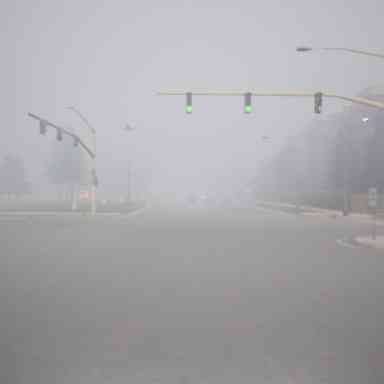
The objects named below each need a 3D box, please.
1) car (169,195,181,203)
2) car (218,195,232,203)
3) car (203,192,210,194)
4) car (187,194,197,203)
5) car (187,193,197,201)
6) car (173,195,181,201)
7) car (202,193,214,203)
[{"bbox_3d":[-3.511,1.306,68.013,2.097,1.767,4.553,0,0,0],"label":"car"},{"bbox_3d":[6.989,1.551,68.076,1.895,1.301,4.718,0,0,0],"label":"car"},{"bbox_3d":[3.486,1.093,78.076,2.150,2.045,5.566,0,0,0],"label":"car"},{"bbox_3d":[-0.011,1.512,68.011,1.994,1.385,4.181,0,0,0],"label":"car"},{"bbox_3d":[-0.014,1.223,78.015,2.097,1.767,4.553,0,0,0],"label":"car"},{"bbox_3d":[-3.514,1.392,78.044,1.812,1.442,4.674,0,0,0],"label":"car"},{"bbox_3d":[3.489,1.512,68.045,1.994,1.385,4.181,0,0,0],"label":"car"}]
